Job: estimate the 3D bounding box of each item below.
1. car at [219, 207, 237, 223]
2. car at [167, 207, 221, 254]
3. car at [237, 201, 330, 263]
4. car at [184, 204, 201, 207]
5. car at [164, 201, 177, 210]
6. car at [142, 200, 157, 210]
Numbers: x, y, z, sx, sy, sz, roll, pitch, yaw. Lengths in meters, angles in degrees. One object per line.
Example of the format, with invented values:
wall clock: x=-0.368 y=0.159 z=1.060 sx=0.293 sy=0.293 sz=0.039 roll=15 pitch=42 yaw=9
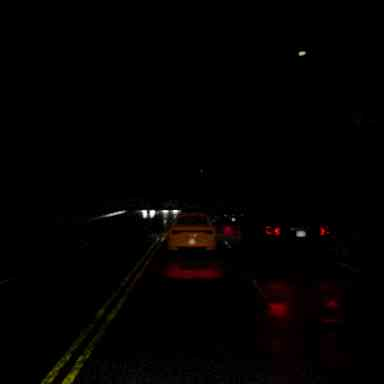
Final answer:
car: x=3.267 y=1.894 z=28.271 sx=1.895 sy=1.301 sz=4.718 roll=0 pitch=-1 yaw=0
car: x=0.024 y=1.625 z=14.262 sx=1.882 sy=1.535 sz=5.008 roll=0 pitch=0 yaw=0
car: x=3.259 y=1.355 z=12.606 sx=2.150 sy=2.045 sz=5.566 roll=0 pitch=0 yaw=0
car: x=0.028 y=1.781 z=29.280 sx=1.882 sy=1.535 sz=5.008 roll=0 pitch=0 yaw=0
car: x=-3.271 y=2.060 z=51.432 sx=1.812 sy=1.442 sz=4.674 roll=0 pitch=-1 yaw=1
car: x=-6.516 y=2.031 z=51.830 sx=2.128 sy=1.511 sz=4.902 roll=0 pitch=-1 yaw=1
